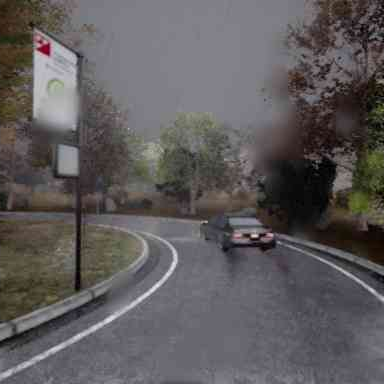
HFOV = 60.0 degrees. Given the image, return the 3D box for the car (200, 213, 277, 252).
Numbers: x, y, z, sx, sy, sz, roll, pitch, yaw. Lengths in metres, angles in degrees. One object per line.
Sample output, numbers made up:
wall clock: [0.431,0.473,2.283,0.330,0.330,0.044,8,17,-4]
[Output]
car: [1.737,1.581,14.175,2.033,1.411,5.357,1,0,-11]
